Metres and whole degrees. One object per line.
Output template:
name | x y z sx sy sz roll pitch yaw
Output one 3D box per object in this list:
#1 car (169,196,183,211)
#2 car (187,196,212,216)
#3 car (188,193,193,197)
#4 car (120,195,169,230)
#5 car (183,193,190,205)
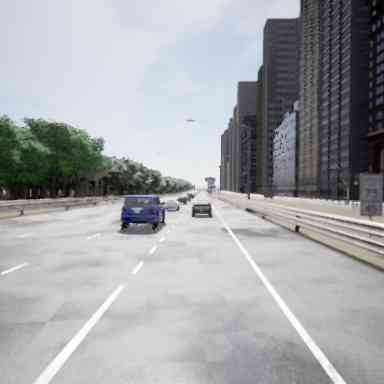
car | -2.420 1.501 40.839 1.812 1.442 4.674 0 0 2
car | 0.951 1.492 32.548 2.128 1.511 4.902 0 0 2
car | -1.357 1.591 81.380 1.994 1.385 4.181 0 0 1
car | -2.992 1.196 21.225 2.150 2.045 5.566 0 0 2
car | -1.875 1.501 60.842 1.837 1.490 4.892 0 0 1
